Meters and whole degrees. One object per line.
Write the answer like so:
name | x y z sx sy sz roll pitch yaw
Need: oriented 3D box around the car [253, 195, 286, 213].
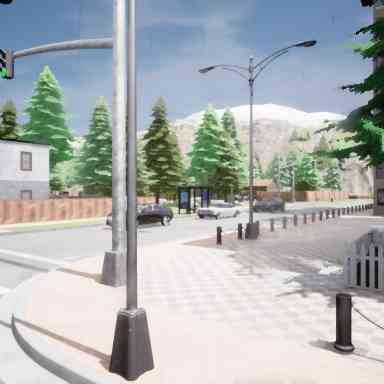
car | 8.594 1.337 36.734 2.097 1.767 4.553 0 0 38

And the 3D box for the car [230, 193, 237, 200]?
car | 10.737 1.146 79.124 1.905 1.878 3.866 0 0 36

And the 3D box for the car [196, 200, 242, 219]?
car | 2.399 1.586 28.628 1.895 1.301 4.718 0 0 37

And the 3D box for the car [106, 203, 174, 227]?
car | -3.223 1.476 21.240 2.128 1.511 4.902 0 0 37

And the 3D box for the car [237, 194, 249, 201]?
car | 13.001 1.144 77.963 1.932 1.855 4.605 0 0 36
